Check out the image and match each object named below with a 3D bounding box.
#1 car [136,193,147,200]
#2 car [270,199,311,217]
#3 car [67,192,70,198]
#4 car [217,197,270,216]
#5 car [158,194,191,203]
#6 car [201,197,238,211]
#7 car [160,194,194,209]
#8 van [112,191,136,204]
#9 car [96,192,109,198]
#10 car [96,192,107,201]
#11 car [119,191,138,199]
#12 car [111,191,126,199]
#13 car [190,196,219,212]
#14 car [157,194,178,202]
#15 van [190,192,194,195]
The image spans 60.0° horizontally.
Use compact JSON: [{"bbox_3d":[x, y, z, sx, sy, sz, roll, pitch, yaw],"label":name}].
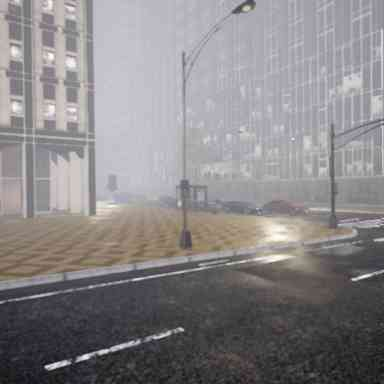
[{"bbox_3d":[-10.743,0.938,68.463,1.802,1.307,4.206,0,1,-34],"label":"car"},{"bbox_3d":[8.424,1.367,30.118,1.812,1.442,4.674,-1,1,-34],"label":"car"},{"bbox_3d":[-30.486,0.716,82.509,1.967,1.590,4.097,0,1,-34],"label":"car"},{"bbox_3d":[4.668,1.426,30.811,1.947,1.339,4.313,-1,1,-34],"label":"car"},{"bbox_3d":[-2.803,1.208,46.572,2.033,1.411,5.357,-1,1,-34],"label":"car"},{"bbox_3d":[3.055,1.319,37.975,1.994,1.385,4.181,-1,1,-35],"label":"car"},{"bbox_3d":[-1.681,1.322,40.242,1.947,1.339,4.313,-1,1,-34],"label":"car"},{"bbox_3d":[-11.252,0.940,54.348,1.690,1.788,3.998,0,1,-34],"label":"van"},{"bbox_3d":[-23.566,0.691,87.235,2.008,1.369,4.403,0,1,-34],"label":"car"},{"bbox_3d":[-17.664,1.042,63.737,2.008,1.369,4.403,0,1,-34],"label":"car"},{"bbox_3d":[-13.949,0.617,73.153,2.192,1.841,5.009,0,1,-34],"label":"car"},{"bbox_3d":[-17.155,0.689,77.847,1.967,1.590,4.097,0,1,-34],"label":"car"},{"bbox_3d":[1.476,1.390,35.517,1.802,1.307,4.206,-1,1,-34],"label":"car"},{"bbox_3d":[-4.332,1.045,59.076,1.802,1.307,4.206,-1,1,-34],"label":"car"},{"bbox_3d":[-1.127,0.857,54.379,1.690,1.788,3.998,-1,1,-34],"label":"van"}]
